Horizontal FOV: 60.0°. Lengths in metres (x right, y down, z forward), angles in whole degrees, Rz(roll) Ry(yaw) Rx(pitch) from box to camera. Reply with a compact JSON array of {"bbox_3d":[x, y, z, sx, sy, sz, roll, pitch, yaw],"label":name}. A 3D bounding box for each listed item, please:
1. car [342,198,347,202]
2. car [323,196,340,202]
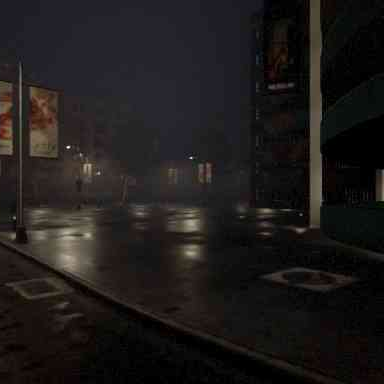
[{"bbox_3d":[22.171,1.413,51.038,4.786,1.482,2.161,0,0,-41],"label":"car"},{"bbox_3d":[15.615,1.320,39.957,4.674,1.452,2.002,0,0,-41],"label":"car"}]
